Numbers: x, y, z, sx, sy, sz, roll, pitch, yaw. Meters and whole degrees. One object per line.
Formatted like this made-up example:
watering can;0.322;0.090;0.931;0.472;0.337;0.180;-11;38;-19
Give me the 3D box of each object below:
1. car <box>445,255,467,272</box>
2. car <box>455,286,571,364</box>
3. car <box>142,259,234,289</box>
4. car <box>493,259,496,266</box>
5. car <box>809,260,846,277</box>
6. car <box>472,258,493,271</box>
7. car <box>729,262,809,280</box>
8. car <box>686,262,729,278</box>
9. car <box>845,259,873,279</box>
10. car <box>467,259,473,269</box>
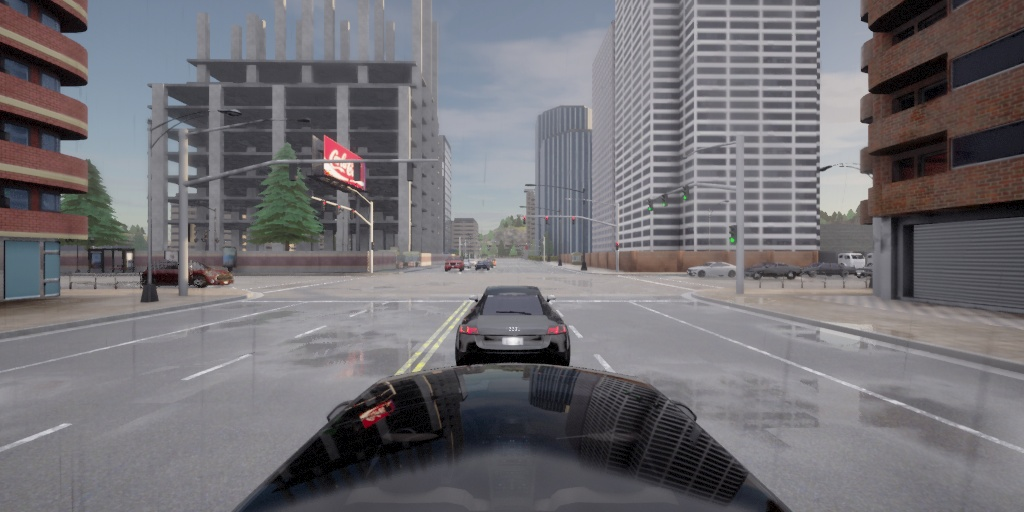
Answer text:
car;-7.568;0.971;47.595;2.150;2.045;5.566;0;0;-4
car;0.010;1.314;7.664;1.994;1.385;4.181;0;0;0
car;-20.452;1.102;22.782;4.553;1.767;2.097;0;0;-1
car;-4.135;1.314;59.971;1.994;1.385;4.181;0;0;0
car;29.664;1.297;34.226;5.357;1.411;2.033;0;0;-1
car;-4.058;1.351;50.046;1.895;1.301;4.718;0;0;-1
car;21.847;1.241;30.615;4.902;1.511;2.128;0;0;-1
car;19.082;1.276;34.055;4.674;1.442;1.812;0;0;-1
car;32.221;1.242;30.755;4.902;1.511;2.128;0;0;-1
car;-7.617;1.276;57.272;1.812;1.442;4.674;0;0;0
